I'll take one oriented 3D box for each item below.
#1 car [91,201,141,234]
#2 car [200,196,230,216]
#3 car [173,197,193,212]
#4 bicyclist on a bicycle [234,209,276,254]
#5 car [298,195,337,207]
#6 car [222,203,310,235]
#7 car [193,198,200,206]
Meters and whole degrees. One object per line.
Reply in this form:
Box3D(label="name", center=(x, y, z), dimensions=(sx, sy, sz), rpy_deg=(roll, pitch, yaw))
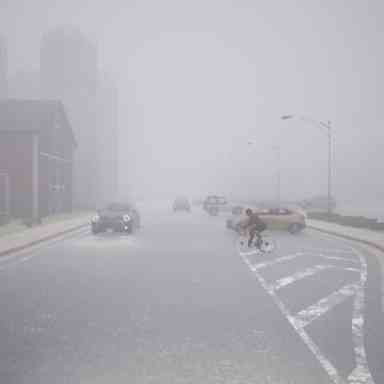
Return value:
Box3D(label="car", center=(-4.203, 1.351, 18.963), dimensions=(2.097, 1.767, 4.553), rpy_deg=(0, 0, -2))
Box3D(label="car", center=(2.988, 1.313, 31.655), dimensions=(3.866, 1.878, 1.905), rpy_deg=(0, 0, -2))
Box3D(label="car", center=(-1.235, 1.600, 38.365), dimensions=(1.895, 1.301, 4.718), rpy_deg=(0, 0, -2))
Box3D(label="bicyclist on a bicycle", center=(2.278, 1.453, 12.306), dimensions=(1.656, 1.620, 0.582), rpy_deg=(-3, -1, 32))
Box3D(label="car", center=(15.931, 1.310, 42.238), dimensions=(4.605, 1.855, 1.932), rpy_deg=(0, 0, -2))
Box3D(label="car", center=(3.960, 1.505, 18.196), dimensions=(4.193, 1.474, 1.816), rpy_deg=(0, 0, -2))
Box3D(label="car", center=(2.263, 1.479, 55.851), dimensions=(4.611, 1.667, 2.242), rpy_deg=(0, 0, -2))
